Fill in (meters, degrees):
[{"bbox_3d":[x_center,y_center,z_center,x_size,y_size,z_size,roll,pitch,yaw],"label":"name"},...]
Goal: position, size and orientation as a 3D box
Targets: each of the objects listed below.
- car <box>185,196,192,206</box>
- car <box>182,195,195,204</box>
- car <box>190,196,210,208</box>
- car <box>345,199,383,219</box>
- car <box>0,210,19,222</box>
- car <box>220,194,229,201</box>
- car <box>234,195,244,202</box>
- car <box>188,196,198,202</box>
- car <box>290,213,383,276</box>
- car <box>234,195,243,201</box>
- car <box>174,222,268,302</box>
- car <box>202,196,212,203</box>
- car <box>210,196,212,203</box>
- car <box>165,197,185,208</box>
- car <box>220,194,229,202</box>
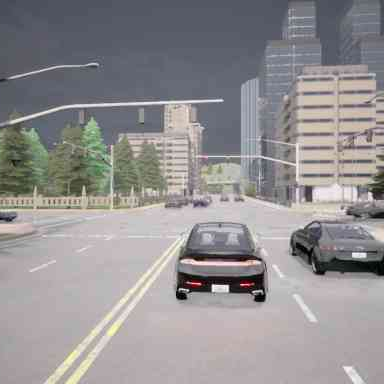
[{"bbox_3d":[-1.643,1.547,55.697,2.033,1.411,5.357,0,0,6],"label":"car"},{"bbox_3d":[-0.674,1.478,65.380,1.882,1.535,5.008,0,0,6],"label":"car"},{"bbox_3d":[1.256,1.601,49.291,1.895,1.301,4.718,0,0,5],"label":"car"},{"bbox_3d":[14.305,1.491,25.277,4.902,1.511,2.128,0,0,5],"label":"car"},{"bbox_3d":[-15.480,1.601,24.576,4.718,1.301,1.895,0,0,5],"label":"car"},{"bbox_3d":[8.336,1.353,85.704,2.097,1.767,4.553,0,0,5],"label":"car"},{"bbox_3d":[10.937,1.591,76.096,1.895,1.301,4.718,0,0,5],"label":"car"},{"bbox_3d":[0.315,1.595,75.319,1.895,1.301,4.718,0,0,5],"label":"car"},{"bbox_3d":[4.393,1.564,10.395,1.994,1.385,4.181,0,0,5],"label":"car"},{"bbox_3d":[11.823,1.537,85.402,2.033,1.411,5.357,0,0,5],"label":"car"},{"bbox_3d":[0.701,1.492,8.285,2.128,1.511,4.902,0,0,5],"label":"car"},{"bbox_3d":[3.171,1.505,68.457,1.837,1.490,4.892,0,0,6],"label":"car"},{"bbox_3d":[2.143,1.601,58.412,1.895,1.301,4.718,0,0,6],"label":"car"},{"bbox_3d":[-2.527,1.564,46.497,1.994,1.385,4.181,0,0,5],"label":"car"},{"bbox_3d":[7.545,1.549,77.401,1.994,1.385,4.181,0,0,5],"label":"car"}]
